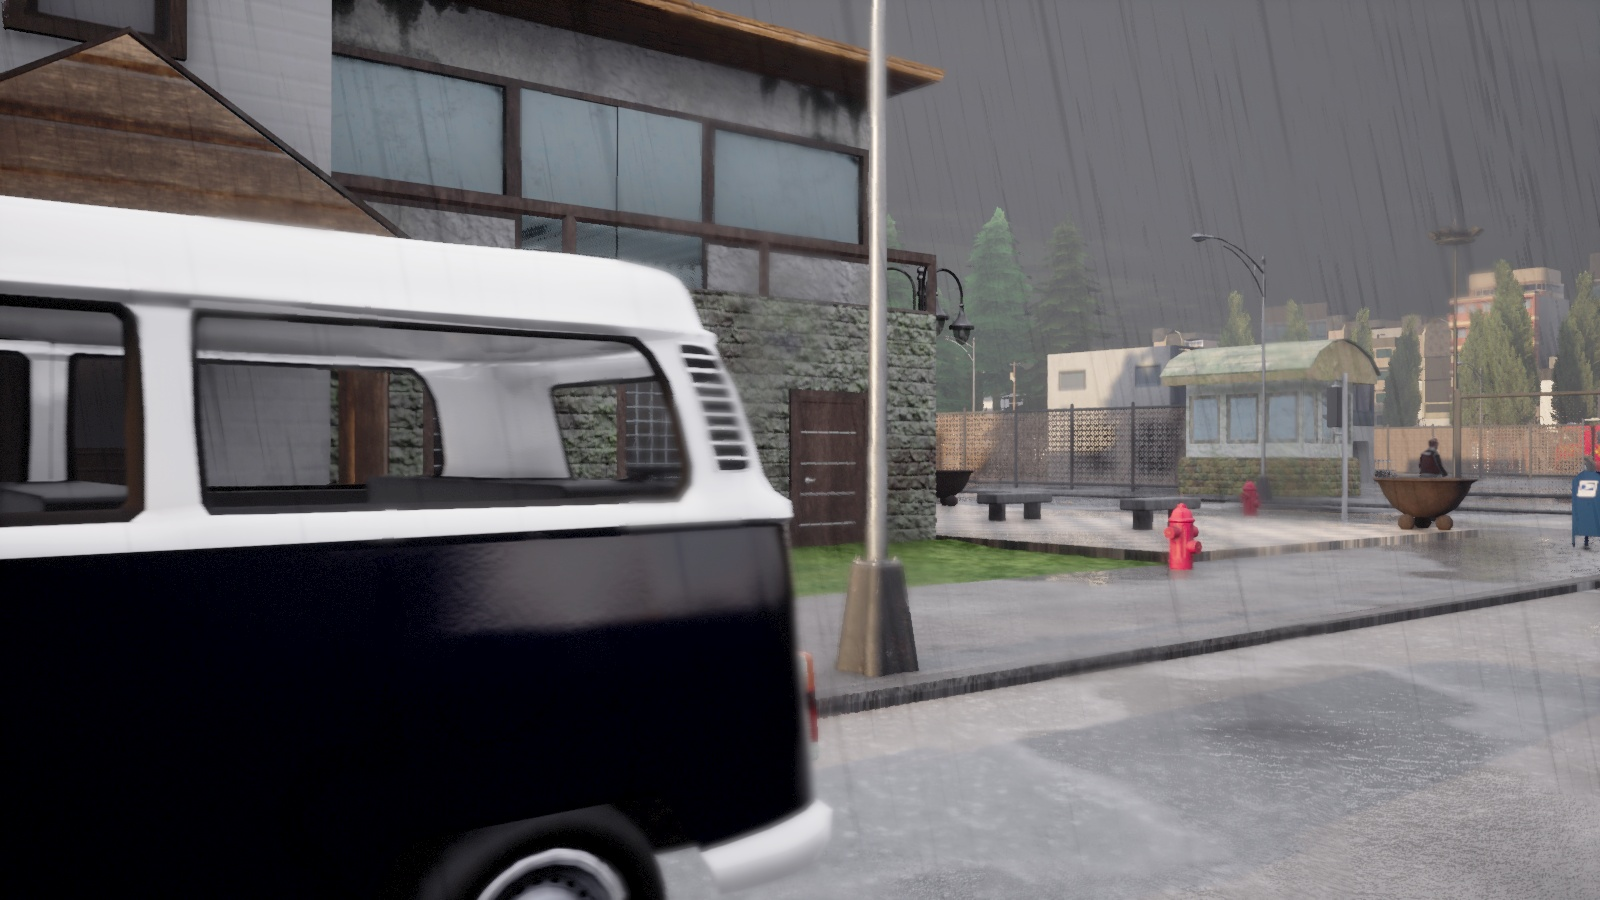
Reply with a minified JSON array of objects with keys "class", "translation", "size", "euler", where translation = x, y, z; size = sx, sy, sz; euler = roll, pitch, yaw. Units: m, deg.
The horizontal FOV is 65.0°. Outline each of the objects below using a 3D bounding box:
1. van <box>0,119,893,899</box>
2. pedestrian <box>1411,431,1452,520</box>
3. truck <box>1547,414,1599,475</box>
[{"class":"van","translation":[-2.158,0.479,2.709],"size":[4.480,2.038,2.069],"euler":[0,0,-38]},{"class":"pedestrian","translation":[13.320,0.527,26.487],"size":[0.720,1.854,0.376],"euler":[0,0,-19]},{"class":"truck","translation":[52.062,-0.337,78.737],"size":[2.891,3.827,8.468],"euler":[0,0,-39]}]
